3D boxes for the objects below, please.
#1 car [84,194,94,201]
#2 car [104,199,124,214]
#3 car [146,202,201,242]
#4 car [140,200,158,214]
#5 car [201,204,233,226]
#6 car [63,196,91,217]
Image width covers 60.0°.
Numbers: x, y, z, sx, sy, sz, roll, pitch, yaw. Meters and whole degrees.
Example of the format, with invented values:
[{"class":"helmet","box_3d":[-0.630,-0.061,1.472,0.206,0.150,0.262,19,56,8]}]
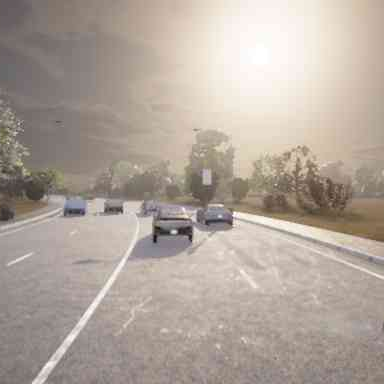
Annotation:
[{"class":"car","box_3d":[-22.871,1.269,73.022,2.128,1.511,4.902,0,0,-26]},{"class":"car","box_3d":[-8.151,1.448,34.736,1.882,1.535,5.008,0,0,-14]},{"class":"car","box_3d":[-1.036,1.474,16.492,2.128,1.511,4.902,0,0,-6]},{"class":"car","box_3d":[-4.298,1.515,34.711,2.033,1.411,5.357,0,0,-14]},{"class":"car","box_3d":[1.497,1.535,23.468,1.994,1.385,4.181,0,0,-9]},{"class":"car","box_3d":[-11.010,1.455,31.731,1.882,1.535,5.008,0,0,-14]}]
